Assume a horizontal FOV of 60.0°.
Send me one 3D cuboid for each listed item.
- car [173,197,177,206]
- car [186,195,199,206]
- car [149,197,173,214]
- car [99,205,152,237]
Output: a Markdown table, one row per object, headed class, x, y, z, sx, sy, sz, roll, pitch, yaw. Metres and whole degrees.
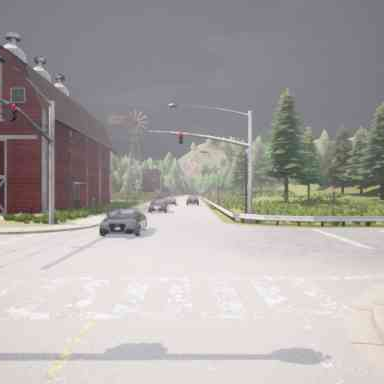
| class | x | y | z | sx | sy | sz | roll | pitch | yaw |
| --- | --- | --- | --- | --- | --- | --- | --- | --- | --- |
| car | -3.469 | 1.525 | 54.362 | 1.812 | 1.442 | 4.674 | 0 | 0 | 0 |
| car | 0.112 | 1.351 | 55.632 | 2.097 | 1.767 | 4.553 | 0 | 0 | 0 |
| car | -3.528 | 1.492 | 35.882 | 2.128 | 1.511 | 4.902 | 0 | 0 | 0 |
| car | -3.564 | 1.557 | 17.868 | 1.994 | 1.385 | 4.181 | 0 | 0 | 0 |
